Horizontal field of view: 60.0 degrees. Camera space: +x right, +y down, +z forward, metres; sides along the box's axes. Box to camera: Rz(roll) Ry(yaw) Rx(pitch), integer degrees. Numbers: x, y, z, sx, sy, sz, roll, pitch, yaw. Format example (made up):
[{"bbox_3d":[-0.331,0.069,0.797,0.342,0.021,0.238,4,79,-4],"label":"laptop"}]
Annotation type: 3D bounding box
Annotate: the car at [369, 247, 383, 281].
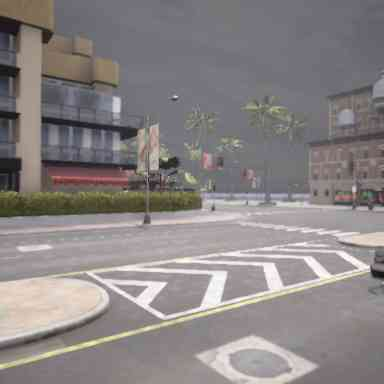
[{"bbox_3d":[6.668,1.601,8.521,5.357,1.411,2.033,0,0,-35],"label":"car"}]
